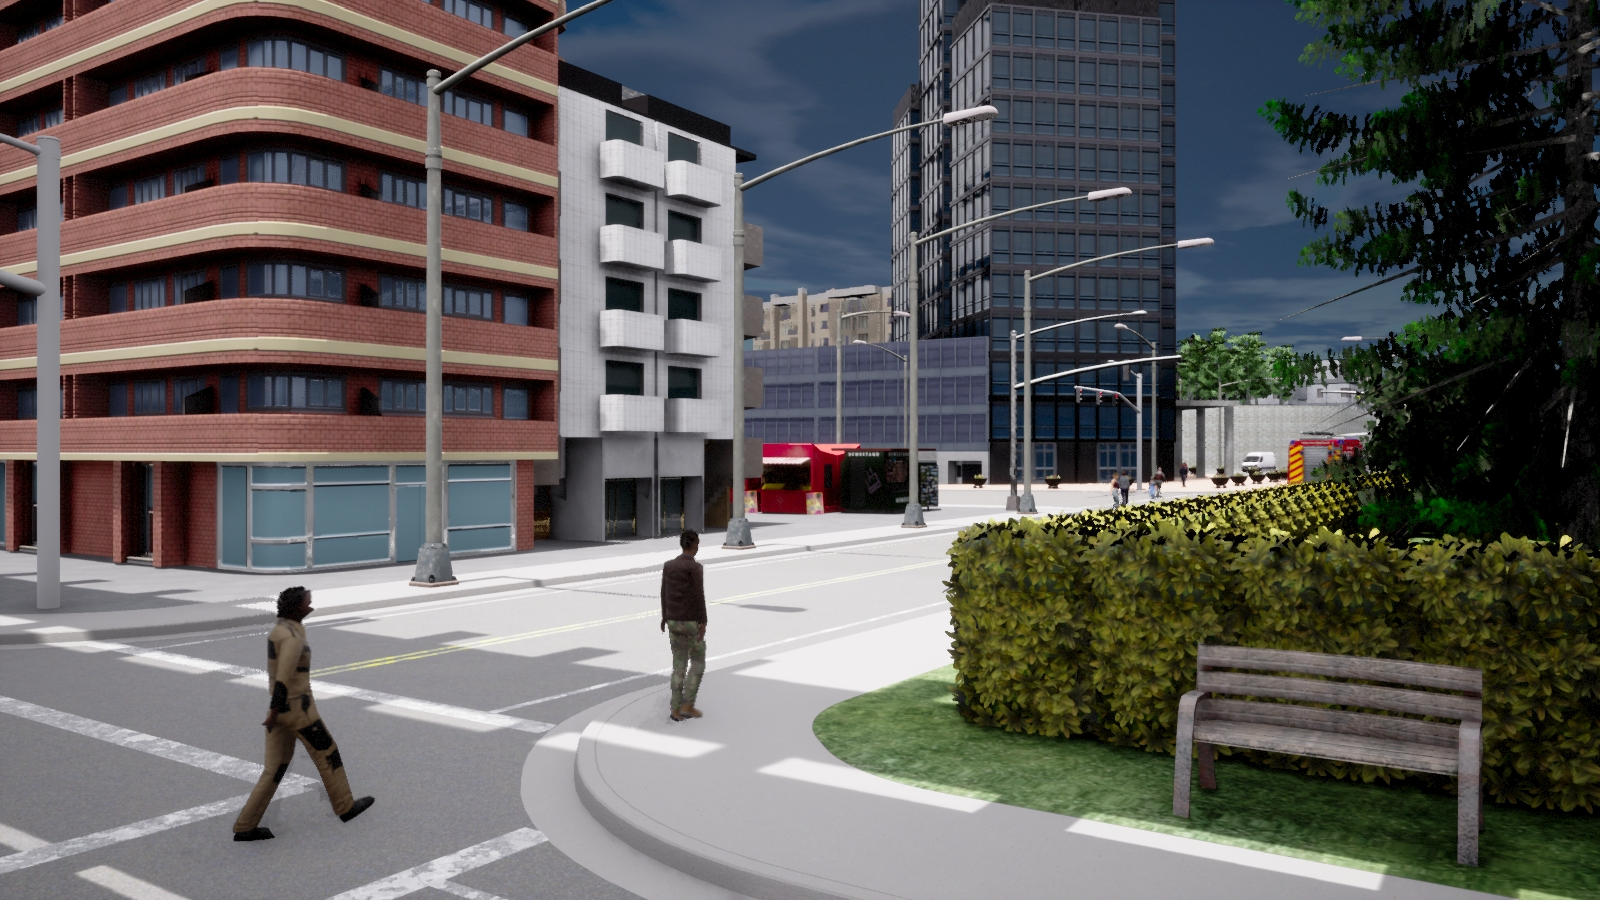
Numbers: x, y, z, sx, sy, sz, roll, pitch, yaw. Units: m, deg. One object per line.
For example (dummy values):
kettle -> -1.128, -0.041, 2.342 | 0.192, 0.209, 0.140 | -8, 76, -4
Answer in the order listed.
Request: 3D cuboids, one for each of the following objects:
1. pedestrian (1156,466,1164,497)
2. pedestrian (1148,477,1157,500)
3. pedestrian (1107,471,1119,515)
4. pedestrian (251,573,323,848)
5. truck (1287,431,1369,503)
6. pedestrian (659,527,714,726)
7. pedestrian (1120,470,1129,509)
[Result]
pedestrian -> 21.491, 1.889, 68.285 | 0.375, 1.860, 0.375 | 0, 0, 34
pedestrian -> 20.105, 2.170, 65.149 | 0.375, 1.300, 0.375 | 0, 0, 39
pedestrian -> 13.420, 1.848, 48.978 | 0.375, 1.860, 0.375 | 0, 0, 33
pedestrian -> -3.702, 1.848, 8.239 | 0.375, 1.860, 0.375 | 0, 0, -42
truck -> 29.945, 0.905, 64.641 | 2.891, 3.827, 8.468 | 0, 0, 34
pedestrian -> -1.107, 1.698, 11.144 | 0.375, 1.860, 0.375 | 0, 0, 35
pedestrian -> 15.614, 1.873, 54.961 | 0.375, 1.860, 0.375 | 0, 0, 27
